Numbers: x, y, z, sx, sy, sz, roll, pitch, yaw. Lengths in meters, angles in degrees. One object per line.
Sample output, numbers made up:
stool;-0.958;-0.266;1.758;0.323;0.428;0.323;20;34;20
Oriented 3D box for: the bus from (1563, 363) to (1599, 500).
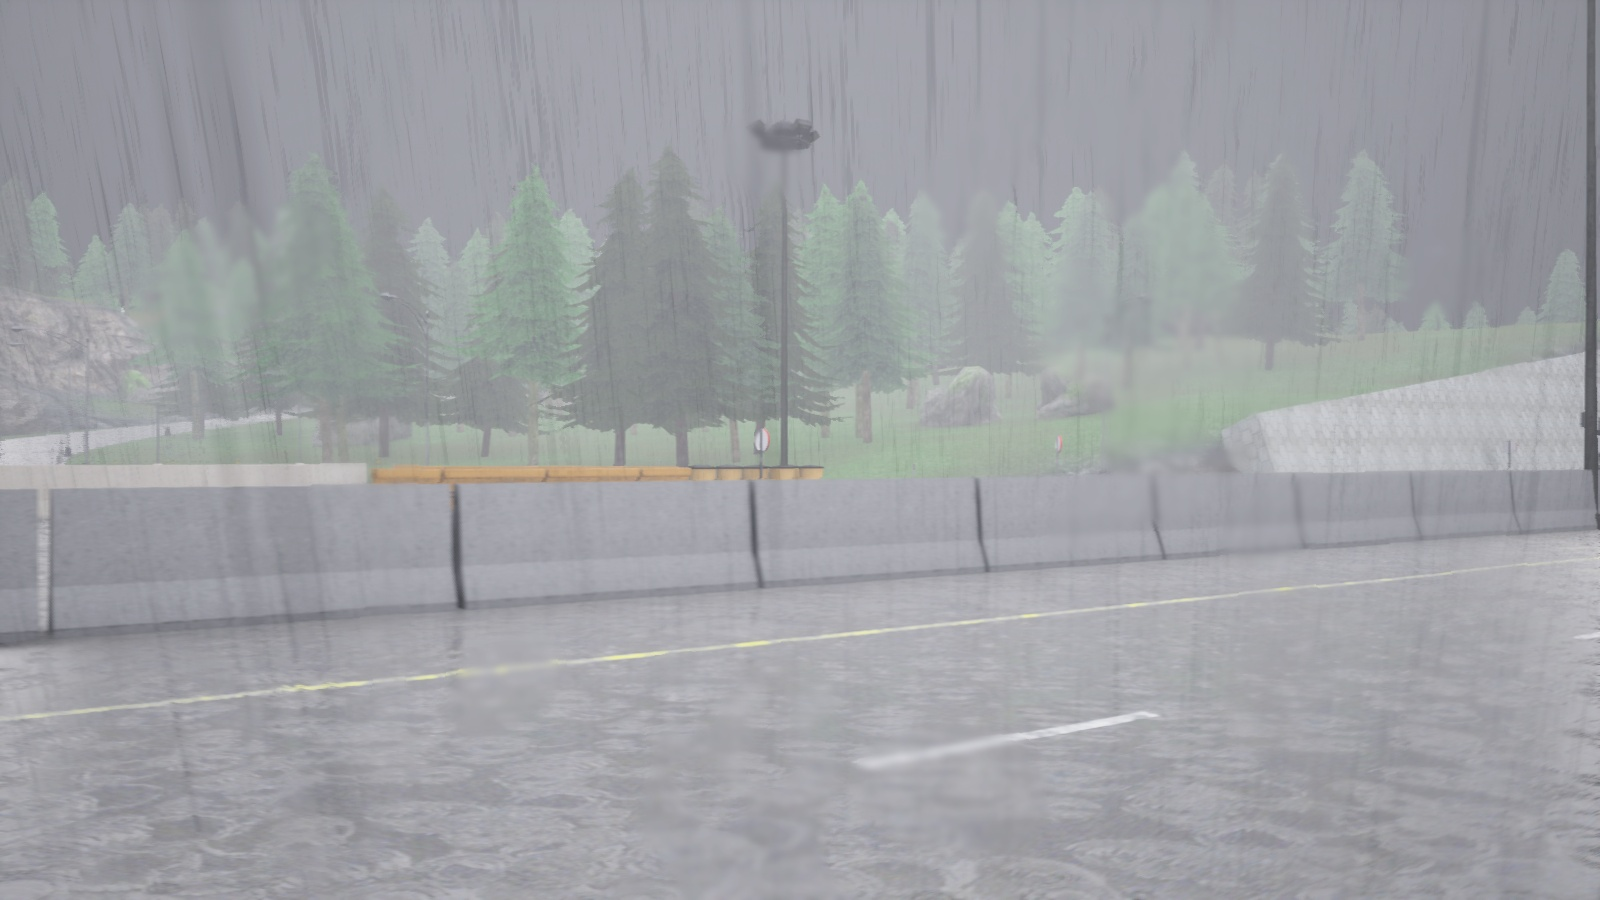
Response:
bus;29.690;-0.593;41.387;10.273;4.253;3.944;0;0;-35
